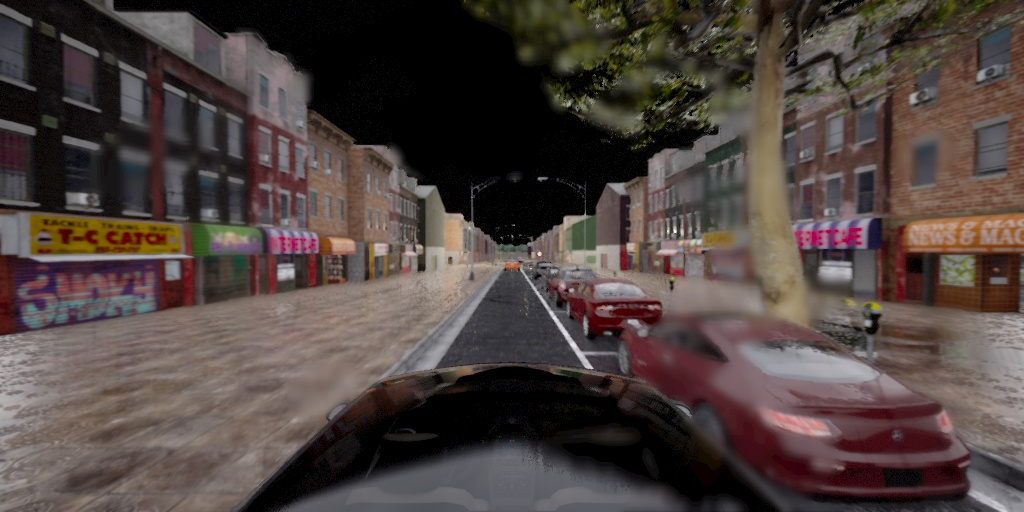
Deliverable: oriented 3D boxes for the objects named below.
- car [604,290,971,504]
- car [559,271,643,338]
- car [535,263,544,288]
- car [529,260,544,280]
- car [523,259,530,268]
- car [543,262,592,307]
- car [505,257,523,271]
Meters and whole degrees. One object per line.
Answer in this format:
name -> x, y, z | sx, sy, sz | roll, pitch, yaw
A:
car -> 2.636, 1.331, 4.476 | 1.802, 1.307, 4.207 | 0, 0, 0
car -> 2.636, 1.293, 10.021 | 1.888, 1.381, 4.507 | 0, 0, 0
car -> 2.636, 1.301, 21.112 | 2.007, 1.370, 4.403 | 0, 0, 0
car -> 2.749, 1.263, 31.120 | 1.837, 1.490, 4.892 | 0, 0, 0
car -> 2.635, 1.338, 59.931 | 2.007, 1.370, 4.403 | 0, 0, 0
car -> 2.636, 1.189, 15.566 | 1.967, 1.591, 4.097 | 0, 0, 0
car -> 0.049, 1.127, 50.220 | 2.097, 1.767, 4.553 | 0, 0, 0
